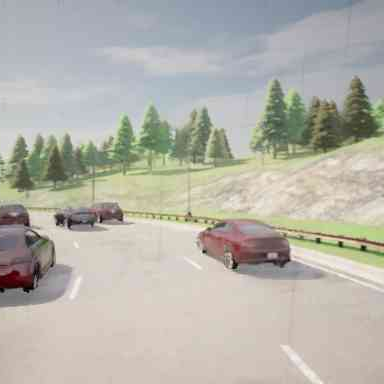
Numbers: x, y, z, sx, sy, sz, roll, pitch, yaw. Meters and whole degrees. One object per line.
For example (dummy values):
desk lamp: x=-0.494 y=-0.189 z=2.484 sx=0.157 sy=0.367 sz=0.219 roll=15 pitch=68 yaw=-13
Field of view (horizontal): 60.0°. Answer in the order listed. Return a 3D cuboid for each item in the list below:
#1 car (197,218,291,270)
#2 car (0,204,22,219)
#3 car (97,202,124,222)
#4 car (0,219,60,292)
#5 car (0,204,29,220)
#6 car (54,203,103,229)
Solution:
car: x=1.592 y=1.613 z=11.378 sx=1.812 sy=1.442 sz=4.674 roll=0 pitch=-1 yaw=-16
car: x=-19.901 y=2.011 z=34.793 sx=4.718 sy=1.301 sz=1.895 roll=-1 pitch=-1 yaw=38
car: x=-7.657 y=1.634 z=28.155 sx=2.097 sy=1.767 sz=4.553 roll=0 pitch=-1 yaw=-40
car: x=-4.994 y=1.670 z=9.041 sx=1.994 sy=1.385 sz=4.181 roll=0 pitch=-1 yaw=-15
car: x=-13.521 y=1.637 z=24.291 sx=2.097 sy=1.767 sz=4.553 roll=0 pitch=-1 yaw=-41
car: x=-8.395 y=1.739 z=23.570 sx=2.128 sy=1.511 sz=4.902 roll=0 pitch=-1 yaw=-36
